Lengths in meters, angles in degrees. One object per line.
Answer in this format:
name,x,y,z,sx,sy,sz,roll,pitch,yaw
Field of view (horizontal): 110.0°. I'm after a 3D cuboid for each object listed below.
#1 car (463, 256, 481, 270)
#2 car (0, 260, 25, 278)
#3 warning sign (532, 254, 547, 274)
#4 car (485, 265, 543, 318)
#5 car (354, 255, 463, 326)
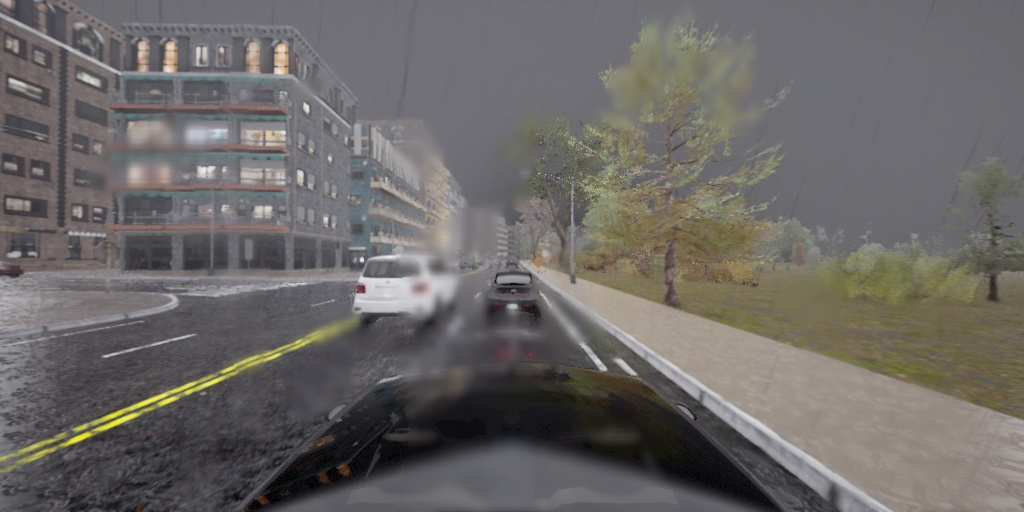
car,-6.572,1.085,55.108,2.150,2.045,5.566,0,0,0
car,-37.680,0.923,25.623,4.207,1.307,1.802,0,0,-2
warning sign,2.839,0.944,38.490,1.300,1.860,1.060,0,0,0
car,0.067,1.281,13.139,1.837,1.490,4.892,0,0,0
car,-3.190,0.995,11.944,2.150,2.045,5.566,0,0,0
